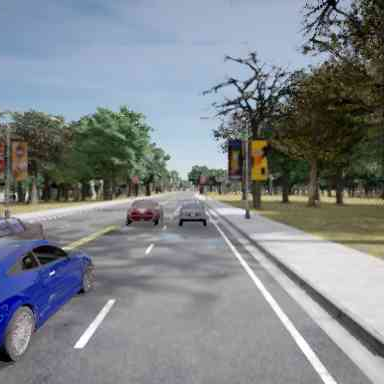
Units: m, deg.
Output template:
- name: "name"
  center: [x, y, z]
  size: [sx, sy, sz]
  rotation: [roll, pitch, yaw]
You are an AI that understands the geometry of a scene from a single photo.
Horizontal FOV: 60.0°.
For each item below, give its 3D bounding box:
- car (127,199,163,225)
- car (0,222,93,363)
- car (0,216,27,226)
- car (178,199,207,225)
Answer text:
- name: "car"
  center: [-3.210, 1.272, 23.465]
  size: [2.097, 1.767, 4.553]
  rotation: [0, 0, 0]
- name: "car"
  center: [-3.157, 1.505, 5.714]
  size: [1.812, 1.442, 4.674]
  rotation: [0, 0, 0]
- name: "car"
  center: [-6.583, 1.511, 10.592]
  size: [2.033, 1.411, 5.357]
  rotation: [0, 0, 0]
- name: "car"
  center: [0.037, 1.469, 23.144]
  size: [2.033, 1.411, 5.357]
  rotation: [0, 0, -1]
